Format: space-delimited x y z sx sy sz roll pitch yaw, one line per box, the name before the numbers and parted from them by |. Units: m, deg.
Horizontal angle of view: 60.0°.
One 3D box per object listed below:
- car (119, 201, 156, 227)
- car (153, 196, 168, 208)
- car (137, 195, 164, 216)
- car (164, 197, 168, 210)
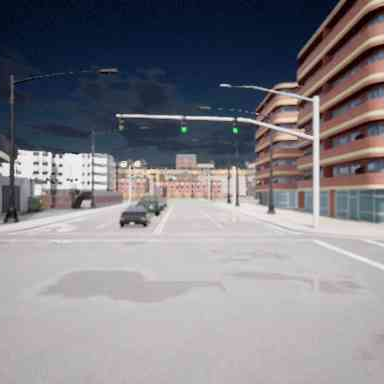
car | -3.995 1.649 24.109 2.033 1.411 5.357 0 0 -3
car | -5.083 1.586 54.280 2.097 1.767 4.553 0 0 -2
car | -4.384 1.368 34.289 2.150 2.045 5.566 0 0 -2
car | -4.727 1.541 44.233 2.097 1.767 4.553 0 0 -2
